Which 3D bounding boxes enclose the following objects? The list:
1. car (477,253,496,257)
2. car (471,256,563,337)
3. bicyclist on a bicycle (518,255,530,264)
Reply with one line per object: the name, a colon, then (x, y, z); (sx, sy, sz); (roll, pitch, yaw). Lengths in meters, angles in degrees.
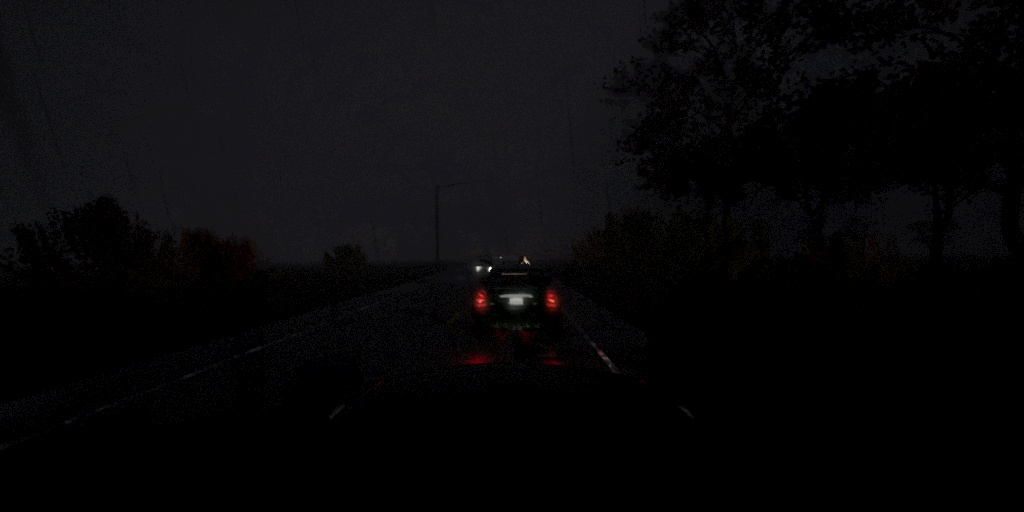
car: (-3.728, 0.445, 49.545); (2.097, 1.767, 4.553); (0, 1, 0)
car: (0.106, 0.988, 10.015); (2.097, 1.767, 4.553); (0, 1, 0)
bicyclist on a bicycle: (0.953, 0.854, 25.840); (0.866, 1.612, 1.509); (0, 1, 1)
